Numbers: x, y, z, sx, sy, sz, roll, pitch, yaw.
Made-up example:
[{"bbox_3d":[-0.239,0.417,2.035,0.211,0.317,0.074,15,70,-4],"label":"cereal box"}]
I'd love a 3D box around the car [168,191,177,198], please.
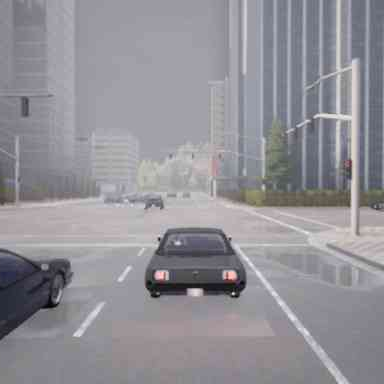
[{"bbox_3d":[-4.735,0.643,74.696,1.812,1.442,4.674,0,1,-1],"label":"car"}]

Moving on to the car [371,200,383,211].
[{"bbox_3d":[19.400,1.193,31.648,4.181,1.385,1.994,0,1,0],"label":"car"}]

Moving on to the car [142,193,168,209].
[{"bbox_3d":[-4.005,1.075,36.589,1.837,1.490,4.892,0,1,-1],"label":"car"}]

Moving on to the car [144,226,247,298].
[{"bbox_3d":[0.066,1.503,8.226,1.895,1.301,4.718,0,1,0],"label":"car"}]

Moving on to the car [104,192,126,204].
[{"bbox_3d":[-11.402,0.782,48.620,2.097,1.767,4.553,0,1,-1],"label":"car"}]

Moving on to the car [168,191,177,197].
[{"bbox_3d":[-4.895,0.440,84.942,2.128,1.511,4.902,0,1,-1],"label":"car"}]

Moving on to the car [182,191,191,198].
[{"bbox_3d":[-1.229,0.661,74.381,2.033,1.411,5.357,0,1,-1],"label":"car"}]

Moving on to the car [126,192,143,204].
[{"bbox_3d":[-7.900,0.996,48.427,1.994,1.385,4.181,0,1,-1],"label":"car"}]

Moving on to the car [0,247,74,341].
[{"bbox_3d":[-3.436,1.492,4.630,2.033,1.411,5.357,0,1,0],"label":"car"}]

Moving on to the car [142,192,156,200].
[{"bbox_3d":[-8.085,0.802,63.629,2.033,1.411,5.357,0,1,0],"label":"car"}]

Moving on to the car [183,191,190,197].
[{"bbox_3d":[-1.395,0.509,85.027,1.895,1.301,4.718,0,1,-1],"label":"car"}]

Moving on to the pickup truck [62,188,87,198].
[{"bbox_3d":[-24.774,0.247,69.270,2.390,2.098,6.274,0,1,30],"label":"pickup truck"}]

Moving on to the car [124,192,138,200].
[{"bbox_3d":[-11.587,0.781,63.558,1.812,1.442,4.674,0,1,0],"label":"car"}]
